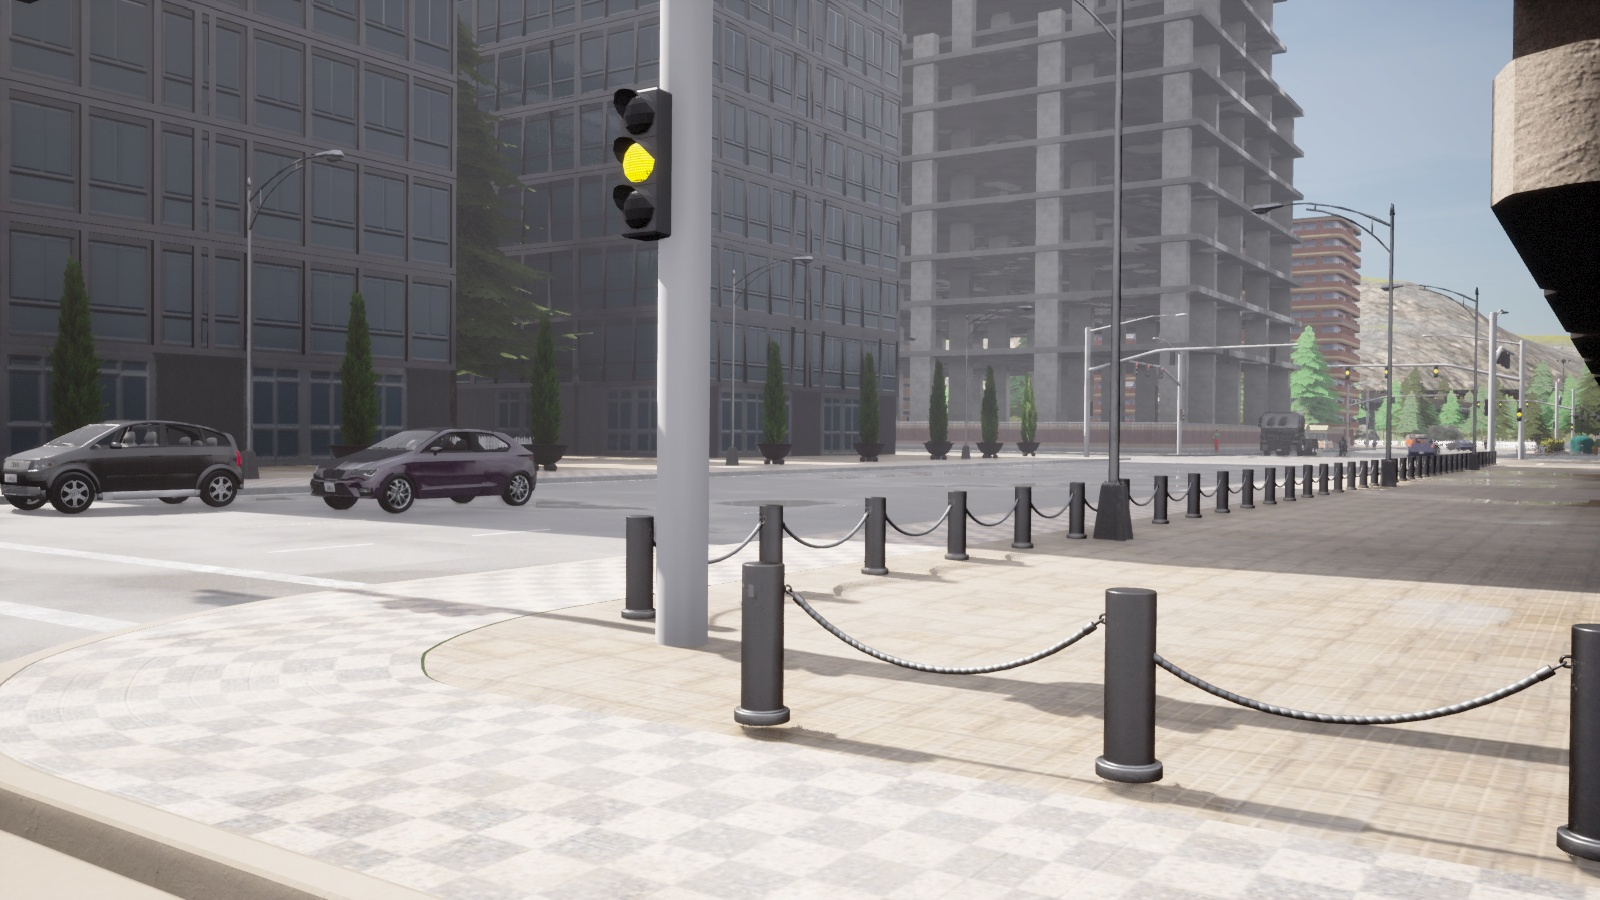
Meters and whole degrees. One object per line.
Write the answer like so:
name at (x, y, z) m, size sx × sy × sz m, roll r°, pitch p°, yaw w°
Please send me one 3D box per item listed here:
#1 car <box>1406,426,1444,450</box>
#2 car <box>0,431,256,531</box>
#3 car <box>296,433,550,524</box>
car at (41.254, -0.801, 82.898) m, size 1.845 × 1.501 × 3.633 m, roll 0°, pitch 1°, yaw 33°
car at (-11.657, 0.463, 21.730) m, size 1.789 × 1.549 × 3.705 m, roll 0°, pitch 1°, yaw 34°
car at (-6.723, 0.439, 22.796) m, size 1.816 × 1.474 × 4.193 m, roll 0°, pitch 1°, yaw 34°
